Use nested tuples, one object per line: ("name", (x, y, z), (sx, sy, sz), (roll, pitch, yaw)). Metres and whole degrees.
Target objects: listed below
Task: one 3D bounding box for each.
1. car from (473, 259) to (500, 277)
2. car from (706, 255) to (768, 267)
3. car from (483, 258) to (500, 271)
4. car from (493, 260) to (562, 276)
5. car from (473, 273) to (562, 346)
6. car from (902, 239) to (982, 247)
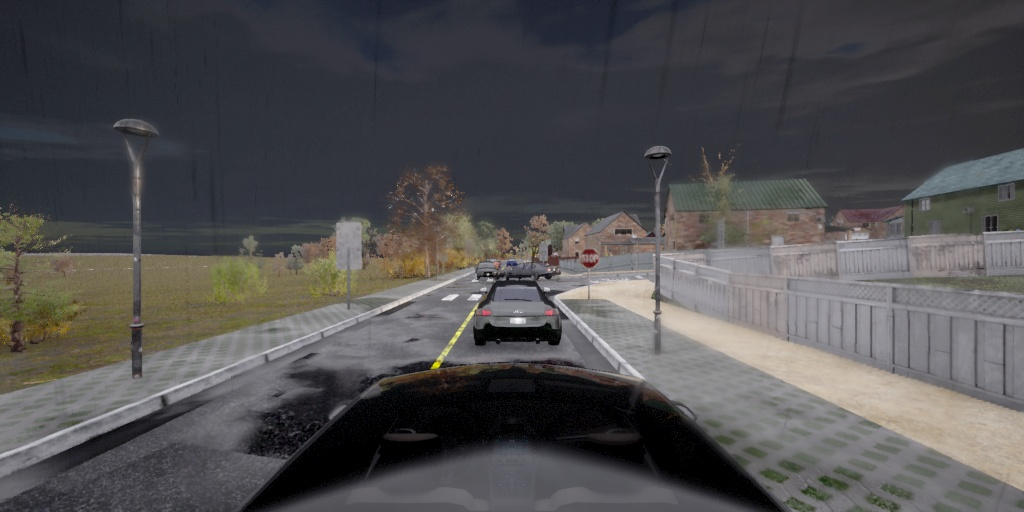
("car", (-2.274, 1.258, 31.377), (1.837, 1.490, 4.892), (0, 0, -8))
("car", (14.370, 0.413, 22.855), (4.181, 1.385, 1.994), (-3, 0, 16))
("car", (-2.887, 1.121, 51.194), (2.097, 1.767, 4.553), (0, 0, 1))
("car", (1.315, 1.198, 28.468), (5.357, 1.411, 2.033), (-4, -3, 43))
("car", (0.096, 1.313, 9.453), (1.994, 1.385, 4.181), (0, 0, -1))
("car", (23.873, -0.208, 20.441), (4.902, 1.511, 2.128), (-3, 0, 14))
